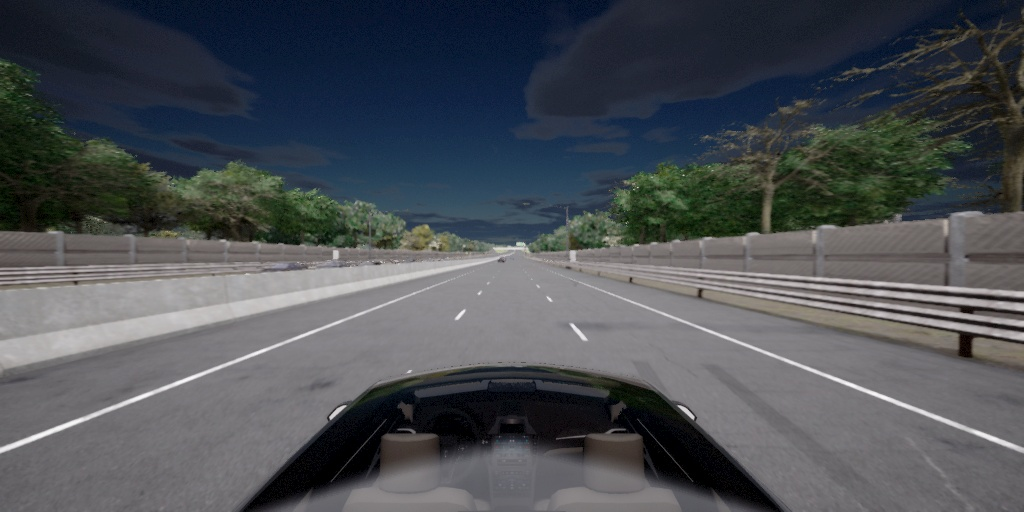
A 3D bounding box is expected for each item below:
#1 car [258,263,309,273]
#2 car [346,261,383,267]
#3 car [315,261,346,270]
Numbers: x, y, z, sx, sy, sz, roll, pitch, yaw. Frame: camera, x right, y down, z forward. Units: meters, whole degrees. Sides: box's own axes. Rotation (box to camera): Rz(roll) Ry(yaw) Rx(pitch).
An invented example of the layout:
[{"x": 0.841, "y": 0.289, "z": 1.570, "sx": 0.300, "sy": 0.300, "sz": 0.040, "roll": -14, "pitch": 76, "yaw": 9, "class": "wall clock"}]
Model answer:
[{"x": -21.081, "y": 1.342, "z": 33.404, "sx": 2.033, "sy": 1.411, "sz": 5.357, "roll": 0, "pitch": 0, "yaw": 0, "class": "car"}, {"x": -14.082, "y": 1.301, "z": 35.470, "sx": 1.837, "sy": 1.490, "sz": 4.892, "roll": 0, "pitch": 0, "yaw": 0, "class": "car"}, {"x": -17.579, "y": 1.289, "z": 35.559, "sx": 2.128, "sy": 1.511, "sz": 4.902, "roll": 0, "pitch": 0, "yaw": 0, "class": "car"}]
